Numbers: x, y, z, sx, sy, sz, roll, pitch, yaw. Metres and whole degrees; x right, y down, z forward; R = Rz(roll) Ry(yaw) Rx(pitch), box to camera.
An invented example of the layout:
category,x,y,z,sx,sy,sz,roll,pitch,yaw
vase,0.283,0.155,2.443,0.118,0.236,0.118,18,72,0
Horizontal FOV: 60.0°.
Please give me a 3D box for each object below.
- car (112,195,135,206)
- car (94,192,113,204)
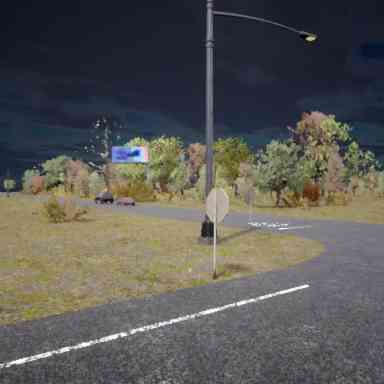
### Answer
category,x,y,z,sx,sy,sz,roll,pitch,yaw
car,-10.591,1.467,52.654,1.994,1.385,4.181,0,0,-33
car,-16.147,1.106,60.985,2.150,2.045,5.566,0,0,-34
